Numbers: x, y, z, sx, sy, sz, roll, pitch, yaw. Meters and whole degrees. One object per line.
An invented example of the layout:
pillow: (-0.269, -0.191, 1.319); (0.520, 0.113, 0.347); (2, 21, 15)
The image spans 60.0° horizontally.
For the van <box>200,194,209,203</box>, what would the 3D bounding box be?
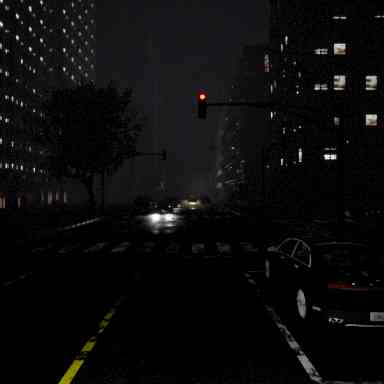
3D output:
van: (2.664, 1.402, 72.475); (1.690, 1.788, 3.998); (0, 0, 0)

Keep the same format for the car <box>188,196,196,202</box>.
car: (-0.027, 1.668, 78.942); (1.895, 1.301, 4.718); (0, 0, 0)

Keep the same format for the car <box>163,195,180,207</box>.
car: (-3.113, 1.556, 48.678); (1.812, 1.442, 4.674); (0, 0, 0)

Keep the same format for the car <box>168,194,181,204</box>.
car: (-3.088, 1.569, 60.561); (1.812, 1.442, 4.674); (0, 0, 0)

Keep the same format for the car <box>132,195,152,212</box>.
car: (-5.706, 1.336, 39.335); (2.192, 1.841, 5.009); (0, 0, 0)

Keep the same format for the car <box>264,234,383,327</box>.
car: (2.686, 1.551, 6.950); (2.008, 1.369, 4.403); (0, 0, 0)

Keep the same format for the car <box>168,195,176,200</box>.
car: (-5.724, 1.654, 94.564); (2.008, 1.369, 4.403); (0, 0, 0)

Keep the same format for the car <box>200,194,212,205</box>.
car: (2.668, 1.611, 61.429); (1.947, 1.339, 4.313); (0, 0, 0)

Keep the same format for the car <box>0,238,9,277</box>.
car: (-5.694, 1.545, 6.947); (1.887, 1.381, 4.507); (0, 0, 0)

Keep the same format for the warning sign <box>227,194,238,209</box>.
warning sign: (5.055, 1.139, 41.464); (1.300, 1.860, 1.060); (0, 0, 0)

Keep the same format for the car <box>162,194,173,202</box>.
car: (-5.719, 1.386, 77.995); (2.192, 1.841, 5.009); (0, 0, 0)

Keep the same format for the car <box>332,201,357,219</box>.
car: (13.416, 1.350, 26.359); (4.403, 1.369, 2.008); (-1, 1, -1)

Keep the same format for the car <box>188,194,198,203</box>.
car: (0.075, 1.656, 68.940); (1.895, 1.301, 4.718); (0, 0, 0)

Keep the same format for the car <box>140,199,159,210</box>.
car: (-5.707, 1.592, 44.858); (1.947, 1.339, 4.313); (0, 0, 0)

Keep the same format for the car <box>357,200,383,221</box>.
car: (14.931, 1.283, 23.796); (4.892, 1.490, 1.837); (-1, 0, -1)

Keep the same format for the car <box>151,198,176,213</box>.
car: (-3.102, 1.620, 37.186); (1.895, 1.301, 4.718); (0, 0, -1)

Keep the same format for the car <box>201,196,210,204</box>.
car: (2.666, 1.578, 67.122); (1.752, 1.417, 4.829); (0, 0, 0)
